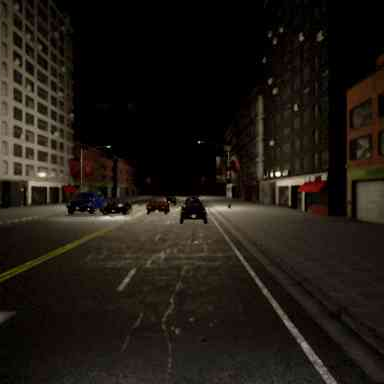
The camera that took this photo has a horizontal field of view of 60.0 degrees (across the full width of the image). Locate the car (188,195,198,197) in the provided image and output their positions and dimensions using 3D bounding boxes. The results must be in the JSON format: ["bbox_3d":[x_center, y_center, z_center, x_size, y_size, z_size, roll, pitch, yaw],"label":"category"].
[{"bbox_3d":[0.106,1.204,47.631,1.837,1.490,4.892,0,0,0],"label":"car"}]

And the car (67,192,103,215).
[{"bbox_3d":[-9.824,1.023,31.304,2.150,2.045,5.566,0,0,0],"label":"car"}]

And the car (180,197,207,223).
[{"bbox_3d":[0.106,1.373,23.950,1.812,1.442,4.674,0,1,0],"label":"car"}]

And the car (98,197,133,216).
[{"bbox_3d":[-6.578,1.375,29.745,1.994,1.385,4.181,0,0,0],"label":"car"}]

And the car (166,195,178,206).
[{"bbox_3d":[-3.145,1.222,48.285,1.812,1.442,4.674,0,0,0],"label":"car"}]

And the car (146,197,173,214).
[{"bbox_3d":[-3.147,1.398,31.919,1.895,1.301,4.718,0,0,0],"label":"car"}]
